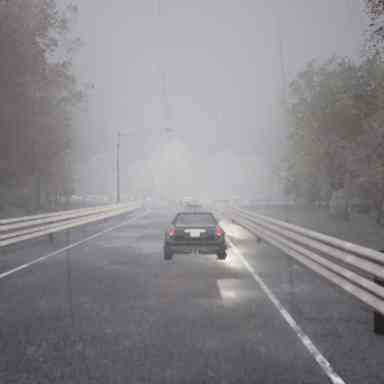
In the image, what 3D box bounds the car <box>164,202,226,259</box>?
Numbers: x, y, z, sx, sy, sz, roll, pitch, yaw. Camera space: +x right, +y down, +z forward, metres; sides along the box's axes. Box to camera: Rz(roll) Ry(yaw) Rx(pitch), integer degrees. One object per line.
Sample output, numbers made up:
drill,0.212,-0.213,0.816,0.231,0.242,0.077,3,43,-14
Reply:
car,0.103,1.439,13.128,2.097,1.767,4.553,0,0,0
